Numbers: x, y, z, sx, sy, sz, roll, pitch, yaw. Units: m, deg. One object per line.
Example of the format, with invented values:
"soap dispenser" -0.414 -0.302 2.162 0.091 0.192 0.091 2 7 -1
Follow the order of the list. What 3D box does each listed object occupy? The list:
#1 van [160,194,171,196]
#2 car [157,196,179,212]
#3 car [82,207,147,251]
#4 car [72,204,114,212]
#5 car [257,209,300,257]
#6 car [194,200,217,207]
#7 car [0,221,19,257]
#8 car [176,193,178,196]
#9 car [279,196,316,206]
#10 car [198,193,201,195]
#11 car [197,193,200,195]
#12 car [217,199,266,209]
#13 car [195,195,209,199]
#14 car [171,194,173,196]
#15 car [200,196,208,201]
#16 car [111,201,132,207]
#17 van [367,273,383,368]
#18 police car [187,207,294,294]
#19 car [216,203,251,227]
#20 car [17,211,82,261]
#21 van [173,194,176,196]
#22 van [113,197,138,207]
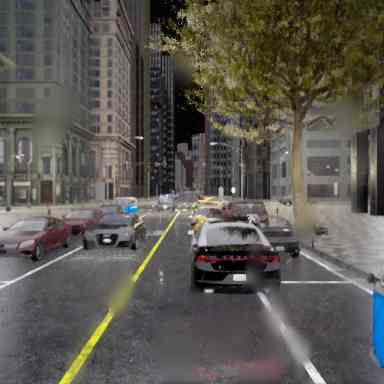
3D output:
"van" -5.677 1.371 66.421 1.690 1.788 3.998 0 0 0
"car" -2.940 1.504 38.812 2.128 1.511 4.902 0 0 0
"car" -3.077 1.563 14.014 1.994 1.385 4.181 0 0 0
"car" -5.737 1.545 17.610 1.887 1.381 4.507 0 0 0
"car" 2.780 1.550 12.663 2.008 1.369 4.403 0 0 0
"car" 0.930 1.456 18.995 1.801 1.575 5.366 0 0 0
"car" -5.754 1.550 6.784 2.008 1.369 4.403 0 0 0
"car" -5.628 1.646 94.046 1.802 1.307 4.206 0 0 0
"car" 14.440 1.239 45.524 4.902 1.511 2.128 -1 0 1
"car" 2.896 1.587 77.440 1.887 1.381 4.507 0 0 0
"car" 2.911 1.582 88.661 1.752 1.417 4.829 0 0 0
"car" 2.788 1.315 17.952 2.192 1.841 5.009 0 0 0
"car" 2.585 1.458 43.506 5.008 1.535 1.882 -1 1 -37
"car" -5.666 1.580 71.946 1.887 1.381 4.507 0 0 0
"car" 2.903 1.594 82.965 1.887 1.381 4.507 0 0 0
"car" -5.729 1.567 23.024 1.947 1.339 4.313 0 0 0
"van" 2.763 1.341 2.085 1.690 1.788 3.998 0 0 0
"police car" 0.914 1.424 8.914 1.930 1.638 5.238 0 0 0
"car" 2.796 1.546 23.241 1.887 1.381 4.507 0 0 0
"car" -5.745 1.581 12.197 1.802 1.307 4.206 0 0 0
"van" -5.648 1.390 82.996 1.690 1.788 3.998 0 0 0
"van" -5.721 1.344 28.437 1.690 1.788 3.998 0 0 0
